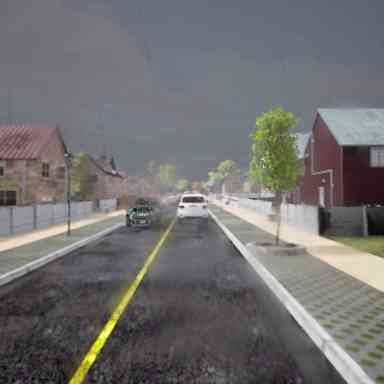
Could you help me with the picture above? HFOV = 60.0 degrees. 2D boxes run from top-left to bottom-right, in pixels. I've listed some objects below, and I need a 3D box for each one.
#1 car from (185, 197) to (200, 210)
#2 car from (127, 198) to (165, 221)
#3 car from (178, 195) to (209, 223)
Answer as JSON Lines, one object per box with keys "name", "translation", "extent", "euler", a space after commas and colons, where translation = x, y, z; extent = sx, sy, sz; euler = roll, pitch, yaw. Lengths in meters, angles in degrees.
{"name": "car", "translation": [0.080, 1.481, 43.767], "extent": [1.882, 1.535, 5.008], "euler": [0, 0, 0]}
{"name": "car", "translation": [-2.754, 1.078, 20.696], "extent": [2.097, 1.767, 4.553], "euler": [0, 0, 0]}
{"name": "car", "translation": [0.095, 1.223, 25.337], "extent": [2.150, 2.045, 5.566], "euler": [0, -1, 0]}
